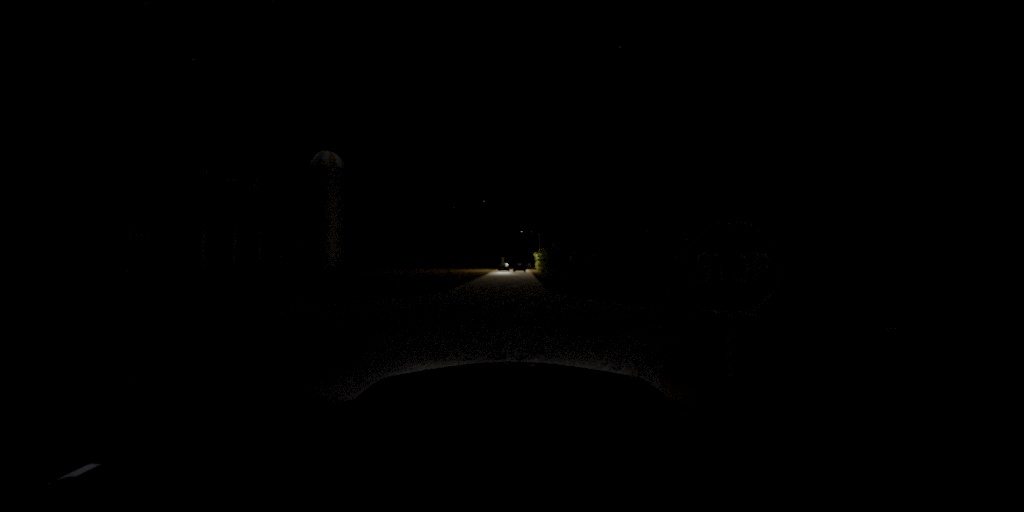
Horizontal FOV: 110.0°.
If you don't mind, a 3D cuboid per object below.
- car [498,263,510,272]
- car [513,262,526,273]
[{"bbox_3d":[-1.412,2.014,64.258,2.128,1.511,4.902,0,-1,1],"label":"car"},{"bbox_3d":[1.243,1.820,59.586,2.097,1.767,4.553,0,-1,1],"label":"car"}]
